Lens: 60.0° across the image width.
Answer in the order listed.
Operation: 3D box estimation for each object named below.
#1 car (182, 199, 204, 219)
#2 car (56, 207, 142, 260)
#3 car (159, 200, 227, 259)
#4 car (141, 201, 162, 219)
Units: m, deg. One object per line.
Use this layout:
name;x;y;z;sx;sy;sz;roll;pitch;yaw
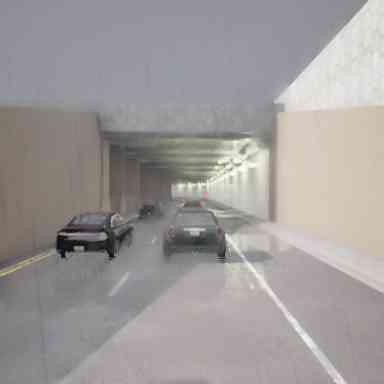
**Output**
car;0.099;1.486;30.571;1.882;1.535;5.008;0;0;0
car;-3.403;1.495;12.469;2.128;1.511;4.902;0;0;0
car;0.096;1.356;12.820;2.097;1.767;4.553;0;0;0
car;-3.402;1.499;29.016;2.128;1.511;4.902;0;0;0
